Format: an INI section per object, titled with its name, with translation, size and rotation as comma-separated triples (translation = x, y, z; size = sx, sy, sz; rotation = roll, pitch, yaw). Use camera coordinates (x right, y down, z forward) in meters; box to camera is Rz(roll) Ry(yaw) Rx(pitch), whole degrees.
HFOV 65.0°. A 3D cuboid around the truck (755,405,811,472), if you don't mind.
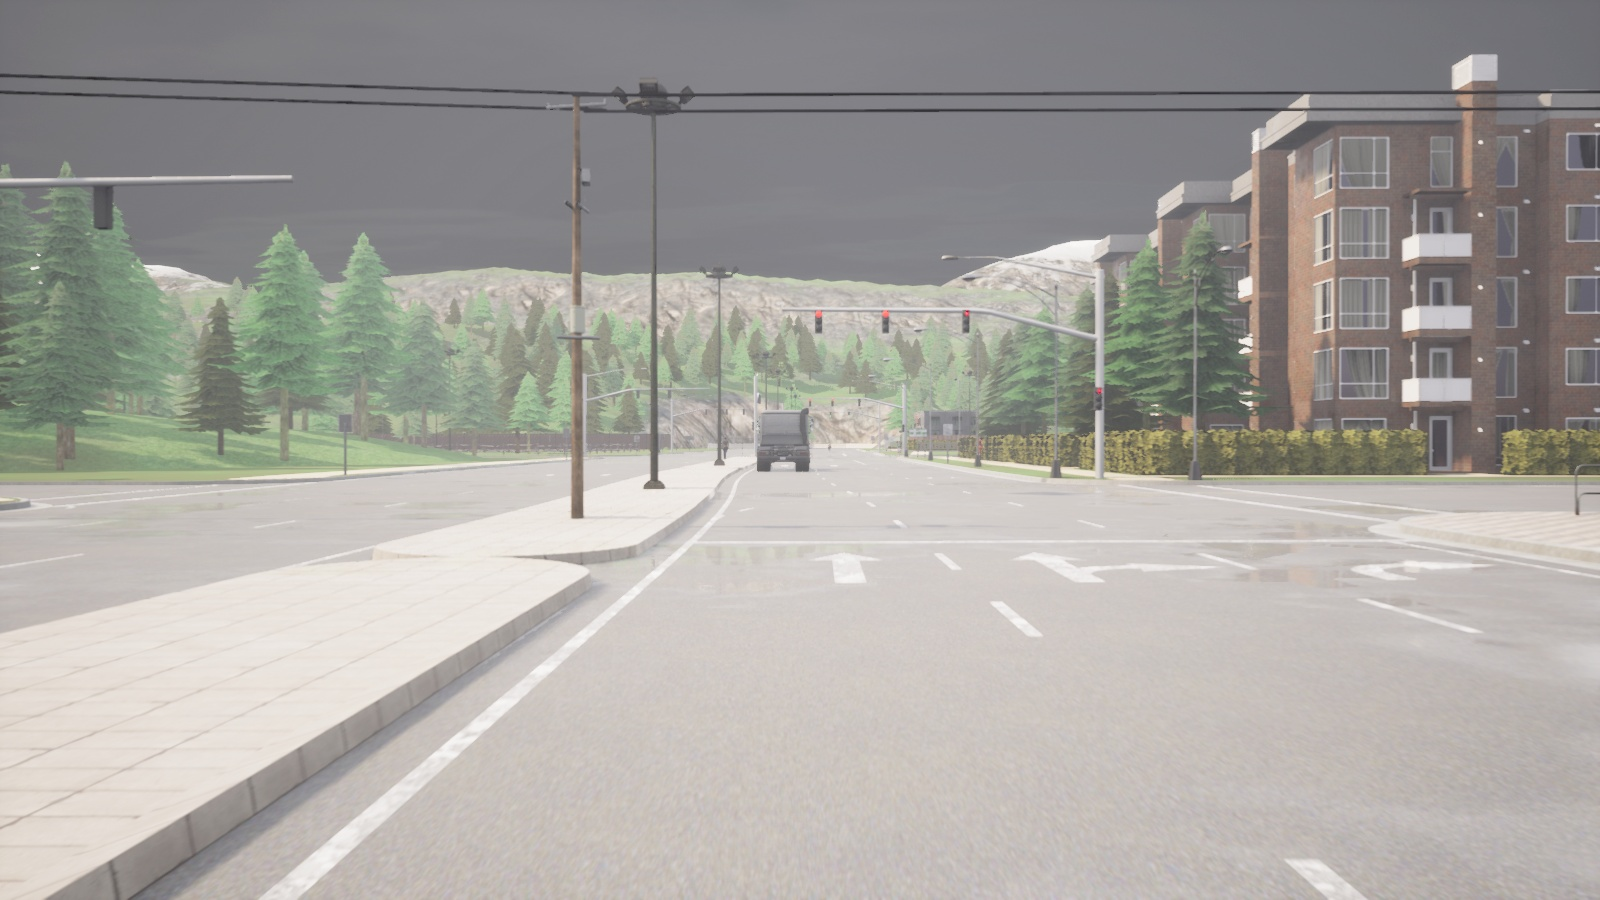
[truck]
translation = -0.881, -0.624, 68.858
size = 2.891, 3.462, 7.936
rotation = 0, 0, 0
